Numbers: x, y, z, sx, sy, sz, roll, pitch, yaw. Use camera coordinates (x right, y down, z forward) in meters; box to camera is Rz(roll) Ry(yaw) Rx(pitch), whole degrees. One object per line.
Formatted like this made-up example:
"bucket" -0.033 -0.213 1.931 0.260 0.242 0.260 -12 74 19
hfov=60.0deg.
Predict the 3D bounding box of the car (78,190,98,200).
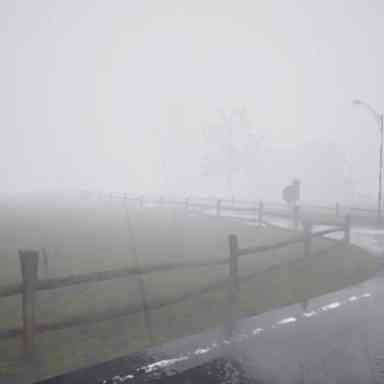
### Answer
"car" -16.206 0.380 51.773 2.128 1.511 4.902 1 1 -35
